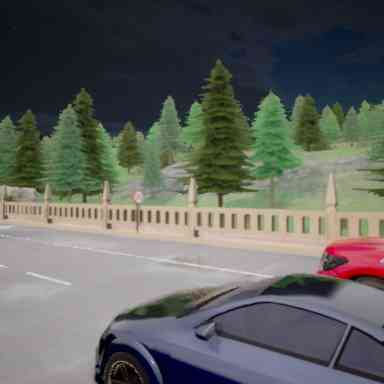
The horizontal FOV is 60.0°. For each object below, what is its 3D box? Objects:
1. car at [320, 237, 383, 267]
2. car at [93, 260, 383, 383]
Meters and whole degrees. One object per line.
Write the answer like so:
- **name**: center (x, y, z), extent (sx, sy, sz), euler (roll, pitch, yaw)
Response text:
- **car**: center (4.745, 1.210, 4.902), extent (5.566, 2.045, 2.150), euler (0, 0, 36)
- **car**: center (0.948, 1.565, 3.309), extent (4.181, 1.385, 1.994), euler (0, 0, 36)
